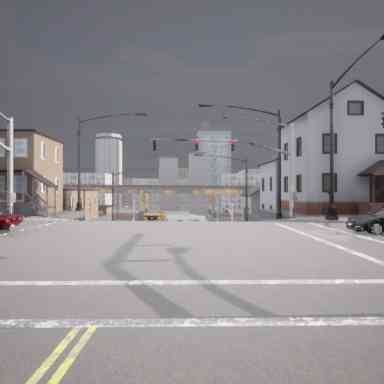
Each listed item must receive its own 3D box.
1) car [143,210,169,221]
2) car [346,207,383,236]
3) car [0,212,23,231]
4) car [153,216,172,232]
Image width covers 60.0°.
[{"bbox_3d":[-3.680,2.536,33.521,1.882,1.535,5.008,0,-9,1],"label":"car"},{"bbox_3d":[10.937,1.505,17.991,4.892,1.490,1.837,0,0,-1],"label":"car"},{"bbox_3d":[-11.736,1.569,17.635,4.718,1.301,1.895,-2,0,-1],"label":"car"},{"bbox_3d":[-3.790,4.235,43.744,2.128,1.511,4.902,0,-13,-1],"label":"car"}]
